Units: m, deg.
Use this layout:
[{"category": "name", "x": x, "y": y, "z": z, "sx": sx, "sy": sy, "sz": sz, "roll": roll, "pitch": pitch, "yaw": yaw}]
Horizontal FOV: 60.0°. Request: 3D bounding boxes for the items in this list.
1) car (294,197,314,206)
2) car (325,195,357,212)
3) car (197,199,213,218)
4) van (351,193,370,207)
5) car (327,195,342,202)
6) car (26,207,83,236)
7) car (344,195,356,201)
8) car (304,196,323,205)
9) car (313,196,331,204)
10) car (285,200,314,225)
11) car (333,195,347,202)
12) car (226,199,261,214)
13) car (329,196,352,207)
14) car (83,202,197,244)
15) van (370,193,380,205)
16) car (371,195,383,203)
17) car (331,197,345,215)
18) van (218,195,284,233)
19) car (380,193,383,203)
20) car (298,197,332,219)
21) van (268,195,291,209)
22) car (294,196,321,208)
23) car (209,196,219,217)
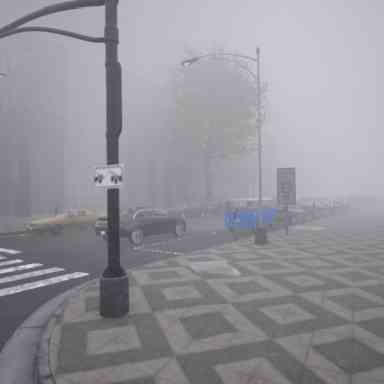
[{"category": "car", "x": 18.021, "y": 1.492, "z": 53.340, "sx": 1.947, "sy": 1.339, "sz": 4.313, "roll": -1, "pitch": 0, "yaw": 36}, {"category": "car", "x": 16.023, "y": 1.363, "z": 35.972, "sx": 2.008, "sy": 1.369, "sz": 4.403, "roll": -1, "pitch": 0, "yaw": 36}, {"category": "car", "x": -0.517, "y": 1.552, "z": 27.584, "sx": 1.887, "sy": 1.381, "sz": 4.507, "roll": -1, "pitch": 0, "yaw": 36}, {"category": "van", "x": 22.344, "y": 1.127, "z": 44.761, "sx": 1.690, "sy": 1.788, "sz": 3.998, "roll": -1, "pitch": 0, "yaw": 36}, {"category": "car", "x": 29.967, "y": 1.433, "z": 69.938, "sx": 2.008, "sy": 1.369, "sz": 4.403, "roll": -1, "pitch": -1, "yaw": 36}, {"category": "car", "x": -6.802, "y": 1.564, "z": 18.862, "sx": 1.752, "sy": 1.417, "sz": 4.829, "roll": -1, "pitch": 0, "yaw": 36}, {"category": "car", "x": 39.509, "y": 1.401, "z": 83.195, "sx": 2.008, "sy": 1.369, "sz": 4.403, "roll": -1, "pitch": -1, "yaw": 36}, {"category": "car", "x": 21.011, "y": 1.440, "z": 57.495, "sx": 1.752, "sy": 1.417, "sz": 4.829, "roll": -1, "pitch": -1, "yaw": 36}, {"category": "car", "x": 24.201, "y": 1.454, "z": 61.926, "sx": 2.008, "sy": 1.369, "sz": 4.403, "roll": -1, "pitch": -1, "yaw": 36}, {"category": "car", "x": 6.536, "y": 1.422, "z": 22.792, "sx": 1.947, "sy": 1.339, "sz": 4.313, "roll": -1, "pitch": 0, "yaw": 36}, {"category": "car", "x": 33.148, "y": 1.416, "z": 74.357, "sx": 1.887, "sy": 1.381, "sz": 4.507, "roll": -1, "pitch": -1, "yaw": 36}, {"category": "car", "x": 5.663, "y": 1.529, "z": 36.170, "sx": 2.008, "sy": 1.369, "sz": 4.403, "roll": -1, "pitch": 0, "yaw": 36}, {"category": "car", "x": 21.785, "y": 1.376, "z": 48.710, "sx": 2.033, "sy": 1.411, "sz": 5.357, "roll": -1, "pitch": -1, "yaw": 36}, {"category": "car", "x": -2.186, "y": 1.429, "z": 15.408, "sx": 2.128, "sy": 1.511, "sz": 4.902, "roll": -1, "pitch": -1, "yaw": 36}, {"category": "van", "x": 28.669, "y": 1.103, "z": 53.549, "sx": 1.690, "sy": 1.788, "sz": 3.998, "roll": -1, "pitch": -1, "yaw": 36}, {"category": "car", "x": 34.996, "y": 1.304, "z": 62.334, "sx": 1.947, "sy": 1.339, "sz": 4.313, "roll": -1, "pitch": -1, "yaw": 36}, {"category": "car", "x": 12.861, "y": 1.408, "z": 31.579, "sx": 1.802, "sy": 1.307, "sz": 4.206, "roll": -1, "pitch": 0, "yaw": 36}, {"category": "van", "x": 3.371, "y": 1.213, "z": 18.400, "sx": 1.690, "sy": 1.788, "sz": 3.998, "roll": -1, "pitch": 0, "yaw": 36}, {"category": "car", "x": 31.933, "y": 1.275, "z": 58.078, "sx": 1.752, "sy": 1.417, "sz": 4.829, "roll": -1, "pitch": -1, "yaw": 36}, {"category": "car", "x": 9.698, "y": 1.386, "z": 27.185, "sx": 1.887, "sy": 1.381, "sz": 4.507, "roll": -1, "pitch": 0, "yaw": 36}, {"category": "van", "x": 11.839, "y": 1.293, "z": 44.756, "sx": 1.690, "sy": 1.788, "sz": 3.998, "roll": -1, "pitch": 0, "yaw": 36}, {"category": "car", "x": 15.943, "y": 1.387, "z": 45.730, "sx": 2.128, "sy": 1.511, "sz": 4.902, "roll": -1, "pitch": -1, "yaw": 36}, {"category": "car", "x": 2.570, "y": 1.307, "z": 31.878, "sx": 2.192, "sy": 1.841, "sz": 5.009, "roll": -1, "pitch": 0, "yaw": 36}]
